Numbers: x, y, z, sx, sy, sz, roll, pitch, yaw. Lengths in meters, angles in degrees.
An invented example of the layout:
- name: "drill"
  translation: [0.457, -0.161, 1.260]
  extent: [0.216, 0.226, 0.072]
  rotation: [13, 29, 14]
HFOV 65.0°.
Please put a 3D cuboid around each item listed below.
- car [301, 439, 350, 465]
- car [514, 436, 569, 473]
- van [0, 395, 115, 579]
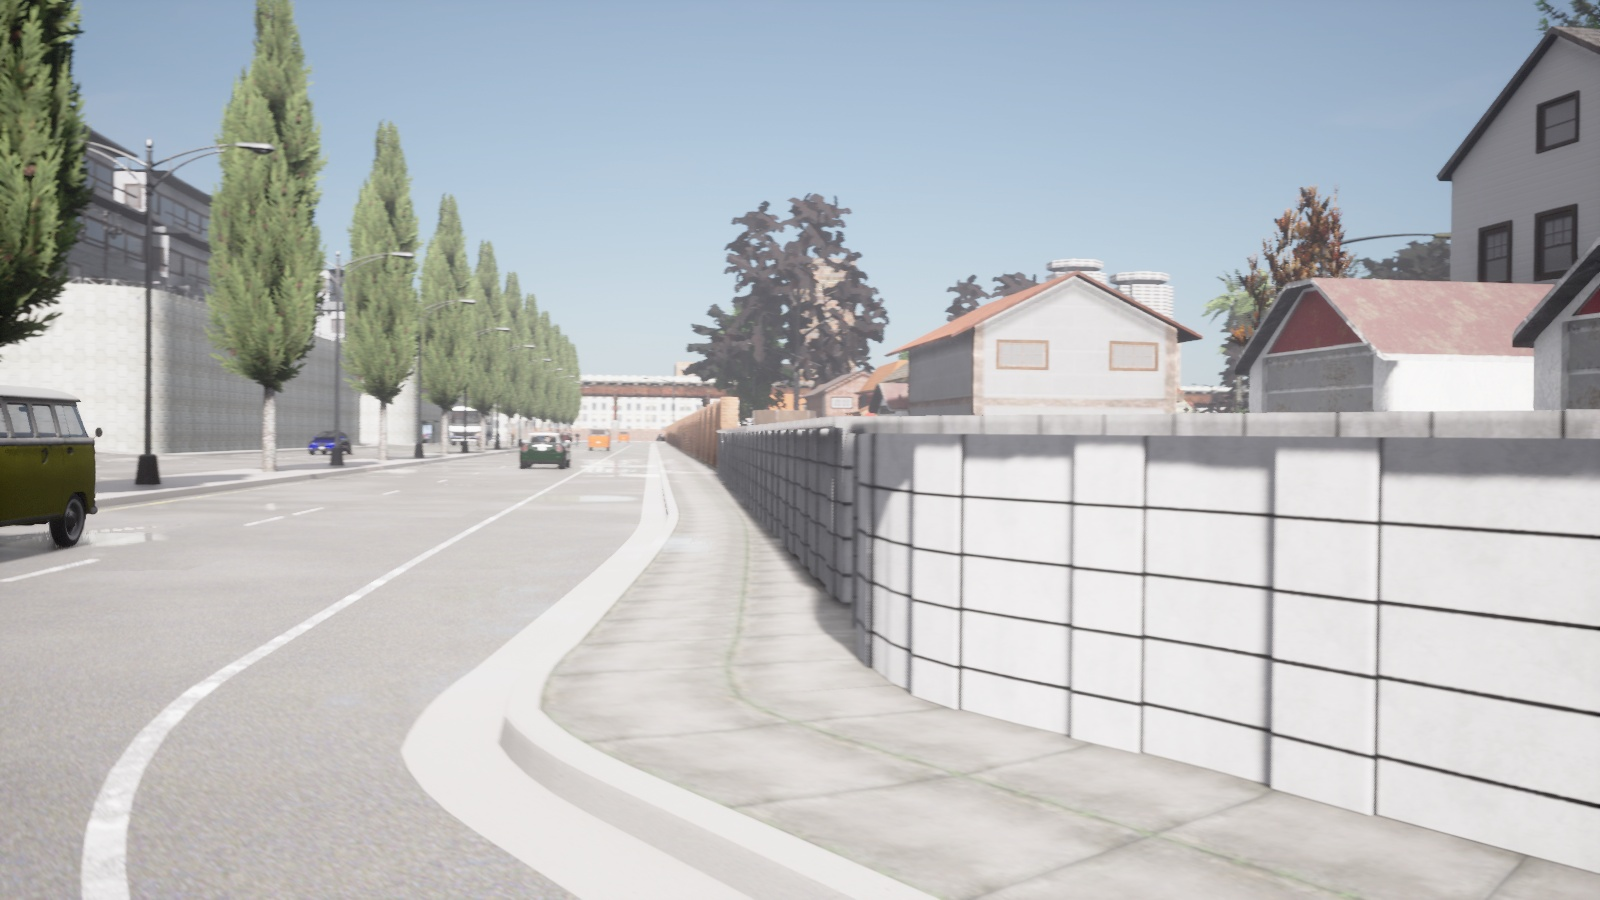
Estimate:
- name: "car"
  translation: [-28.766, 0.090, 76.202]
  extent: [1.816, 1.474, 4.193]
  rotation: [-1, 1, -7]
- name: "car"
  translation: [-10.805, 0.175, 52.724]
  extent: [1.970, 1.475, 3.806]
  rotation: [-1, 1, -7]
- name: "van"
  translation: [-9.627, 0.395, 14.236]
  extent: [1.775, 1.987, 4.442]
  rotation: [-1, 1, -8]
